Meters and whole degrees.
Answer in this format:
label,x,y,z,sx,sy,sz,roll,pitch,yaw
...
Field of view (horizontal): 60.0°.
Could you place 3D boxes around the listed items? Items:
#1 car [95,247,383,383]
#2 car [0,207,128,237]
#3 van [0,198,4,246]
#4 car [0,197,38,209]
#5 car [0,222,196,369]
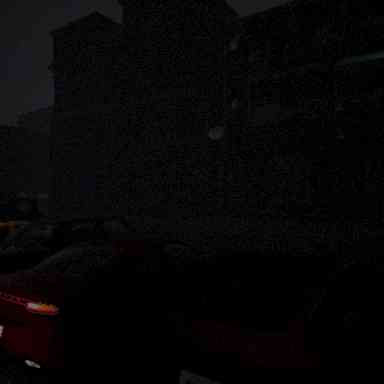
label,x,y,z,sx,sy,sz,roll,pitch,yaw
car,1.405,1.510,4.389,2.163,1.488,4.792,0,0,35
car,-3.120,1.353,7.618,2.185,1.767,4.553,0,0,35
van,-9.859,1.240,12.530,1.878,1.987,4.442,0,0,36
car,-7.584,1.220,10.726,2.435,2.045,5.566,0,0,36
car,-0.879,1.480,5.975,2.097,1.535,5.008,0,0,35
